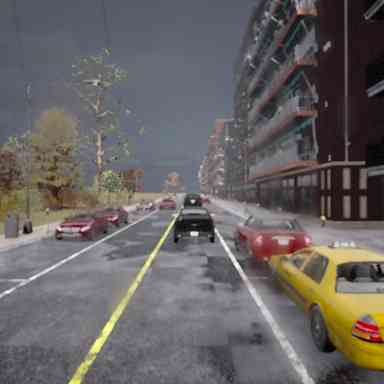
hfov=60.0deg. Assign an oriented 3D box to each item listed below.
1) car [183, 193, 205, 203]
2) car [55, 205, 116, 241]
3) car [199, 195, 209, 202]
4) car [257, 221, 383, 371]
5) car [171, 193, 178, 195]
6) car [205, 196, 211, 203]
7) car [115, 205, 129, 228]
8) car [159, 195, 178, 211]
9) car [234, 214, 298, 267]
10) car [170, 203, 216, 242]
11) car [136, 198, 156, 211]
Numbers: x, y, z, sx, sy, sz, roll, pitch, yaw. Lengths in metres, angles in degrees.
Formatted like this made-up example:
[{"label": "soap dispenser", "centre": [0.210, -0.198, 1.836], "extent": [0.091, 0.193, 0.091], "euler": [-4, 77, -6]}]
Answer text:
[{"label": "car", "centre": [0.096, 1.180, 38.724], "extent": [2.150, 2.045, 5.566], "euler": [0, 0, 0]}, {"label": "car", "centre": [-5.308, 1.563, 16.601], "extent": [1.802, 1.307, 4.206], "euler": [1, 0, 0]}, {"label": "car", "centre": [2.567, 1.475, 72.288], "extent": [2.008, 1.369, 4.403], "euler": [1, 0, 0]}, {"label": "car", "centre": [2.574, 1.519, 5.920], "extent": [1.752, 1.417, 4.829], "euler": [1, 0, 0]}, {"label": "car", "centre": [-5.313, 1.352, 83.037], "extent": [1.967, 1.590, 4.097], "euler": [1, 0, 0]}, {"label": "car", "centre": [2.568, 1.517, 61.199], "extent": [1.802, 1.307, 4.206], "euler": [1, 0, 0]}, {"label": "car", "centre": [-5.309, 1.558, 22.138], "extent": [1.802, 1.307, 4.206], "euler": [1, 0, 0]}, {"label": "car", "centre": [-2.848, 1.435, 39.589], "extent": [1.882, 1.535, 5.008], "euler": [0, 0, 0]}, {"label": "car", "centre": [2.574, 1.428, 11.295], "extent": [1.967, 1.590, 4.097], "euler": [1, 0, 0]}, {"label": "car", "centre": [0.098, 1.487, 16.283], "extent": [1.837, 1.490, 4.892], "euler": [0, 0, 0]}, {"label": "car", "centre": [-5.309, 1.398, 38.746], "extent": [1.967, 1.590, 4.097], "euler": [1, 0, 0]}]
